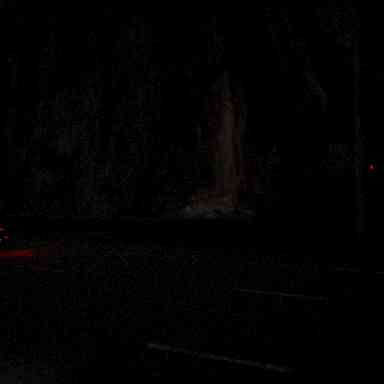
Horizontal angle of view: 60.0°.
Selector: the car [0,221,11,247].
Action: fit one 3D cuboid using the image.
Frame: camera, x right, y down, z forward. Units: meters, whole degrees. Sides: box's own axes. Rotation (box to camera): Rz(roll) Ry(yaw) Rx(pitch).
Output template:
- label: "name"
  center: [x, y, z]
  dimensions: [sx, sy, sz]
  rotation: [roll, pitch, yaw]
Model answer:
- label: "car"
  center: [-10.176, 1.715, 14.539]
  dimensions: [4.892, 1.490, 1.837]
  rotation: [0, -1, 22]
